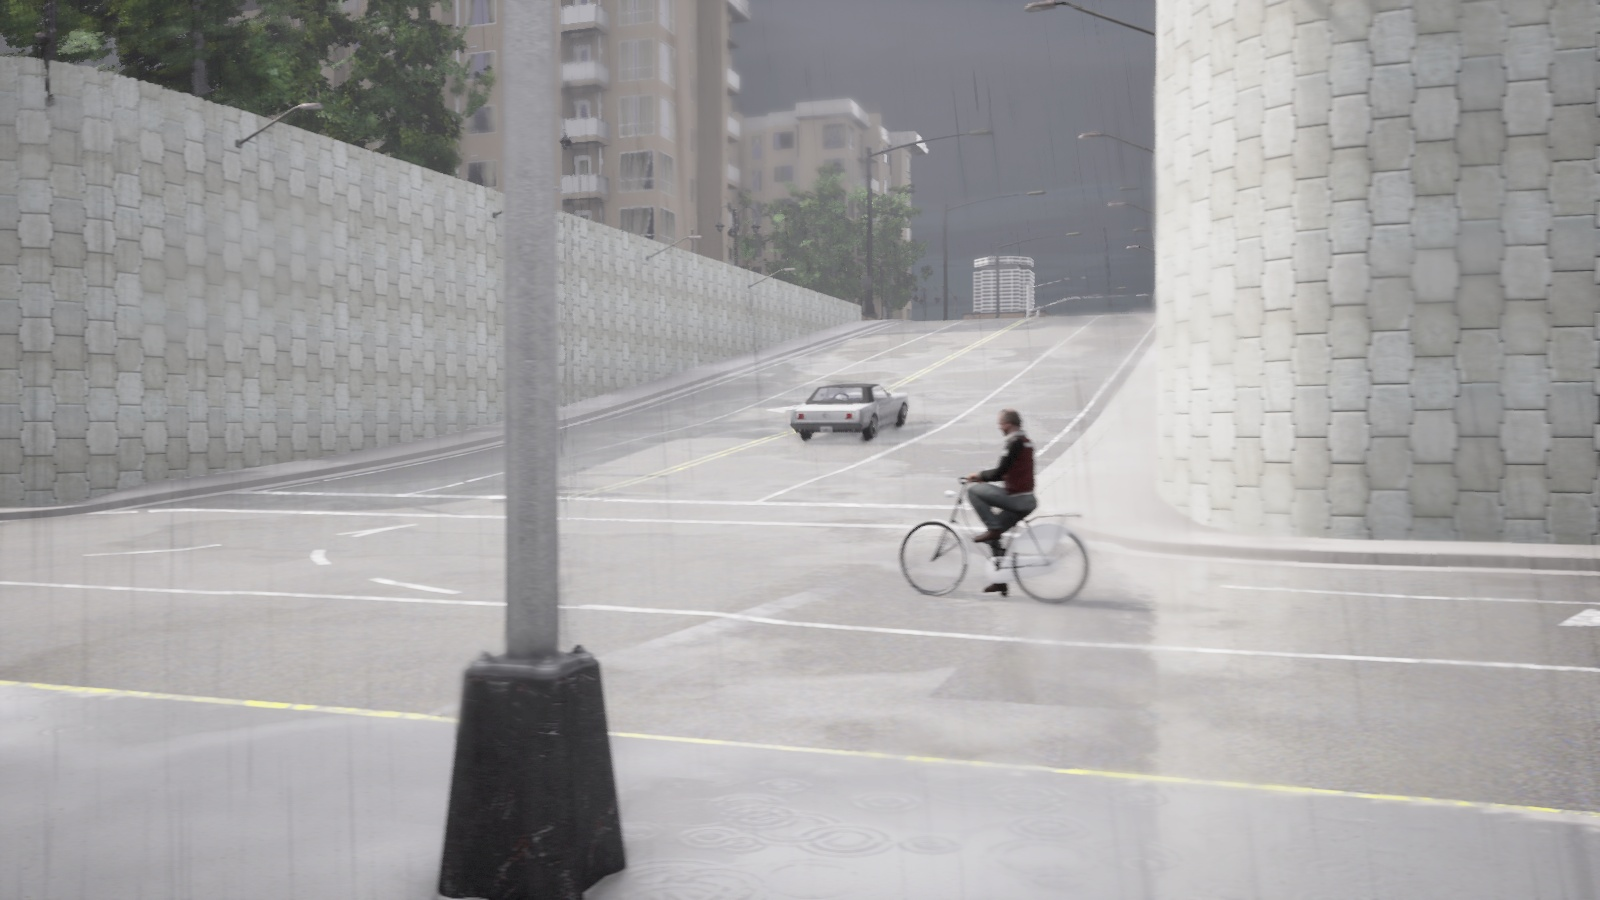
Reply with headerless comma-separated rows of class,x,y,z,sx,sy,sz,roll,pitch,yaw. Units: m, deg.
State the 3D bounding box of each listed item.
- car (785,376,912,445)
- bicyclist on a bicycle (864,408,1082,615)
car,1.337,-1.069,32.053,1.895,1.301,4.718,1,8,20
bicyclist on a bicycle,1.574,0.517,11.534,1.843,1.776,0.659,1,0,30
